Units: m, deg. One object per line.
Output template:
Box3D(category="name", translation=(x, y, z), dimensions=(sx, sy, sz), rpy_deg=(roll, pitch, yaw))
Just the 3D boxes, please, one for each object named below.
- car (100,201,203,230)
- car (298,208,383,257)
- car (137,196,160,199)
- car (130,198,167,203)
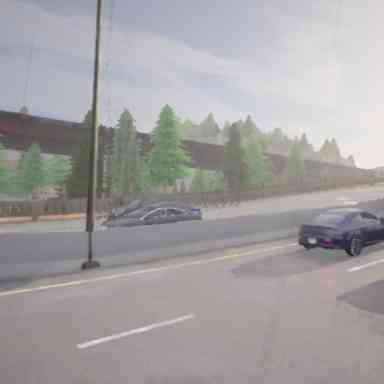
Box3D(category="car", translation=(-1.821, 1.424, 15.591), dimensions=(4.902, 1.511, 2.128), rpy_deg=(-2, 1, -35))
Box3D(category="car", translation=(5.796, 1.325, 12.182), dimensions=(4.674, 1.442, 1.812), rpy_deg=(-3, 2, -35))
Box3D(category="car", translation=(-3.460, 1.198, 23.020), dimensions=(4.553, 1.767, 2.097), rpy_deg=(-2, 1, -35))
Box3D(category="car", translation=(-1.680, 1.334, 19.990), dimensions=(5.008, 1.535, 1.882), rpy_deg=(-2, 1, -35))
